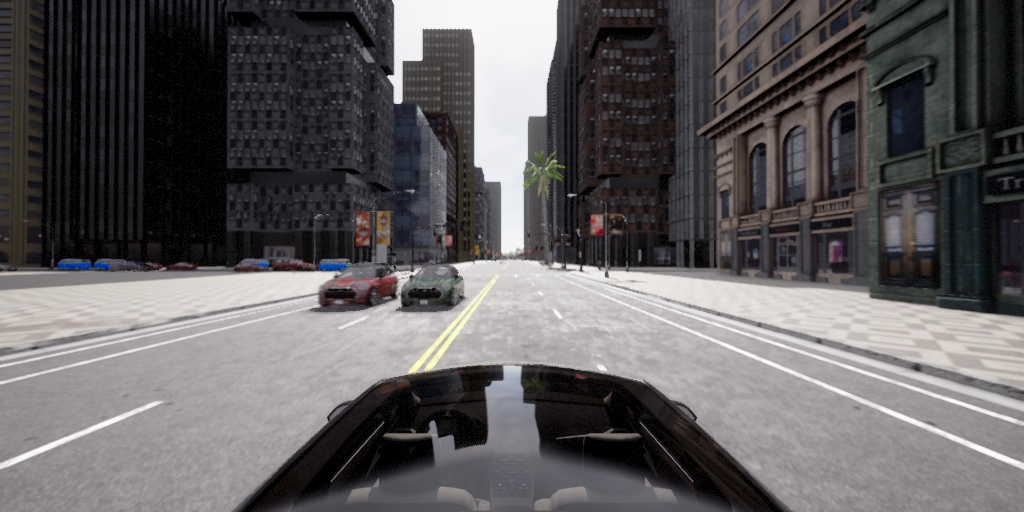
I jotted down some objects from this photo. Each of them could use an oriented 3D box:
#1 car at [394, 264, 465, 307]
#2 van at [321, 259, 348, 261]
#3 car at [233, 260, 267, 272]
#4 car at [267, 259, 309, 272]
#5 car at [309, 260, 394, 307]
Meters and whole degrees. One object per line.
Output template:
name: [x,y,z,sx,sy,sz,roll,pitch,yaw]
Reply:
car: [-3.351,1.185,15.911,2.097,1.767,4.553,0,0,0]
van: [-23.571,1.335,48.018,3.998,1.789,1.690,0,0,0]
car: [-34.926,1.568,48.012,4.207,1.307,1.802,0,0,0]
car: [-29.249,1.305,48.015,5.009,1.841,2.192,0,0,0]
car: [-6.600,1.185,15.940,2.097,1.767,4.553,0,0,0]
